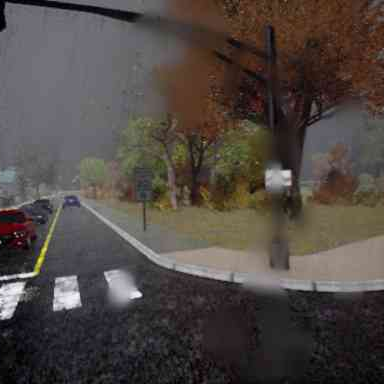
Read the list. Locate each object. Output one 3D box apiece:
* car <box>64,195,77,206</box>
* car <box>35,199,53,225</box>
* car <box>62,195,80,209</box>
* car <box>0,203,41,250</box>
[{"bbox_3d":[-19.230,1.295,52.536,1.837,1.490,4.892,-3,1,-21],"label":"car"},{"bbox_3d":[-11.481,1.554,23.972,2.033,1.411,5.357,-3,1,-21],"label":"car"},{"bbox_3d":[-15.694,1.167,43.145,2.097,1.767,4.553,-3,1,-21],"label":"car"},{"bbox_3d":[-7.752,1.512,14.077,1.882,1.535,5.008,-3,1,-21],"label":"car"}]
